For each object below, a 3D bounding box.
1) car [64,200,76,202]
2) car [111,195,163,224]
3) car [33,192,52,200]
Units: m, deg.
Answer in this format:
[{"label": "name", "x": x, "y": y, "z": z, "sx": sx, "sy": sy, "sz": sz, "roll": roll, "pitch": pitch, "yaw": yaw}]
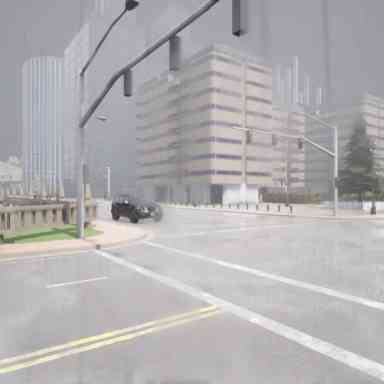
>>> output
[{"label": "car", "x": -14.849, "y": 1.600, "z": 40.201, "sx": 1.895, "sy": 1.301, "sz": 4.718, "roll": 0, "pitch": 0, "yaw": -35}, {"label": "car", "x": -4.349, "y": 1.222, "z": 25.462, "sx": 2.150, "sy": 2.045, "sz": 5.566, "roll": 0, "pitch": 0, "yaw": -35}, {"label": "car", "x": -24.197, "y": 0.943, "z": 53.475, "sx": 2.150, "sy": 2.045, "sz": 5.566, "roll": 0, "pitch": 0, "yaw": -35}]
